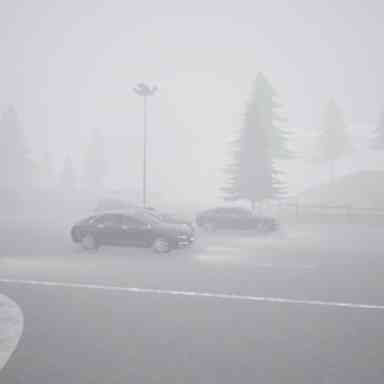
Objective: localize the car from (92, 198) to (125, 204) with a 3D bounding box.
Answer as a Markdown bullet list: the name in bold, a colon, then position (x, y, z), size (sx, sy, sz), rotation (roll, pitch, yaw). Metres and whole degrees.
- **car**: position (-8.354, 1.406, 35.574), size (4.553, 1.767, 2.097), rotation (0, 0, -31)

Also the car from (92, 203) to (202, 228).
- **car**: position (-2.249, 1.526, 16.764), size (4.902, 1.511, 2.128), rotation (1, 0, 12)

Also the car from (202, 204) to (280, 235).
- **car**: position (2.589, 1.578, 19.298), size (4.892, 1.490, 1.837), rotation (1, 0, 12)

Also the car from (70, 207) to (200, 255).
- **car**: position (-2.356, 1.527, 13.206), size (4.892, 1.490, 1.837), rotation (1, 0, 12)

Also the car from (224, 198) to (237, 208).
- **car**: position (6.239, 1.753, 53.961), size (2.033, 1.411, 5.357), rotation (0, 0, 6)
